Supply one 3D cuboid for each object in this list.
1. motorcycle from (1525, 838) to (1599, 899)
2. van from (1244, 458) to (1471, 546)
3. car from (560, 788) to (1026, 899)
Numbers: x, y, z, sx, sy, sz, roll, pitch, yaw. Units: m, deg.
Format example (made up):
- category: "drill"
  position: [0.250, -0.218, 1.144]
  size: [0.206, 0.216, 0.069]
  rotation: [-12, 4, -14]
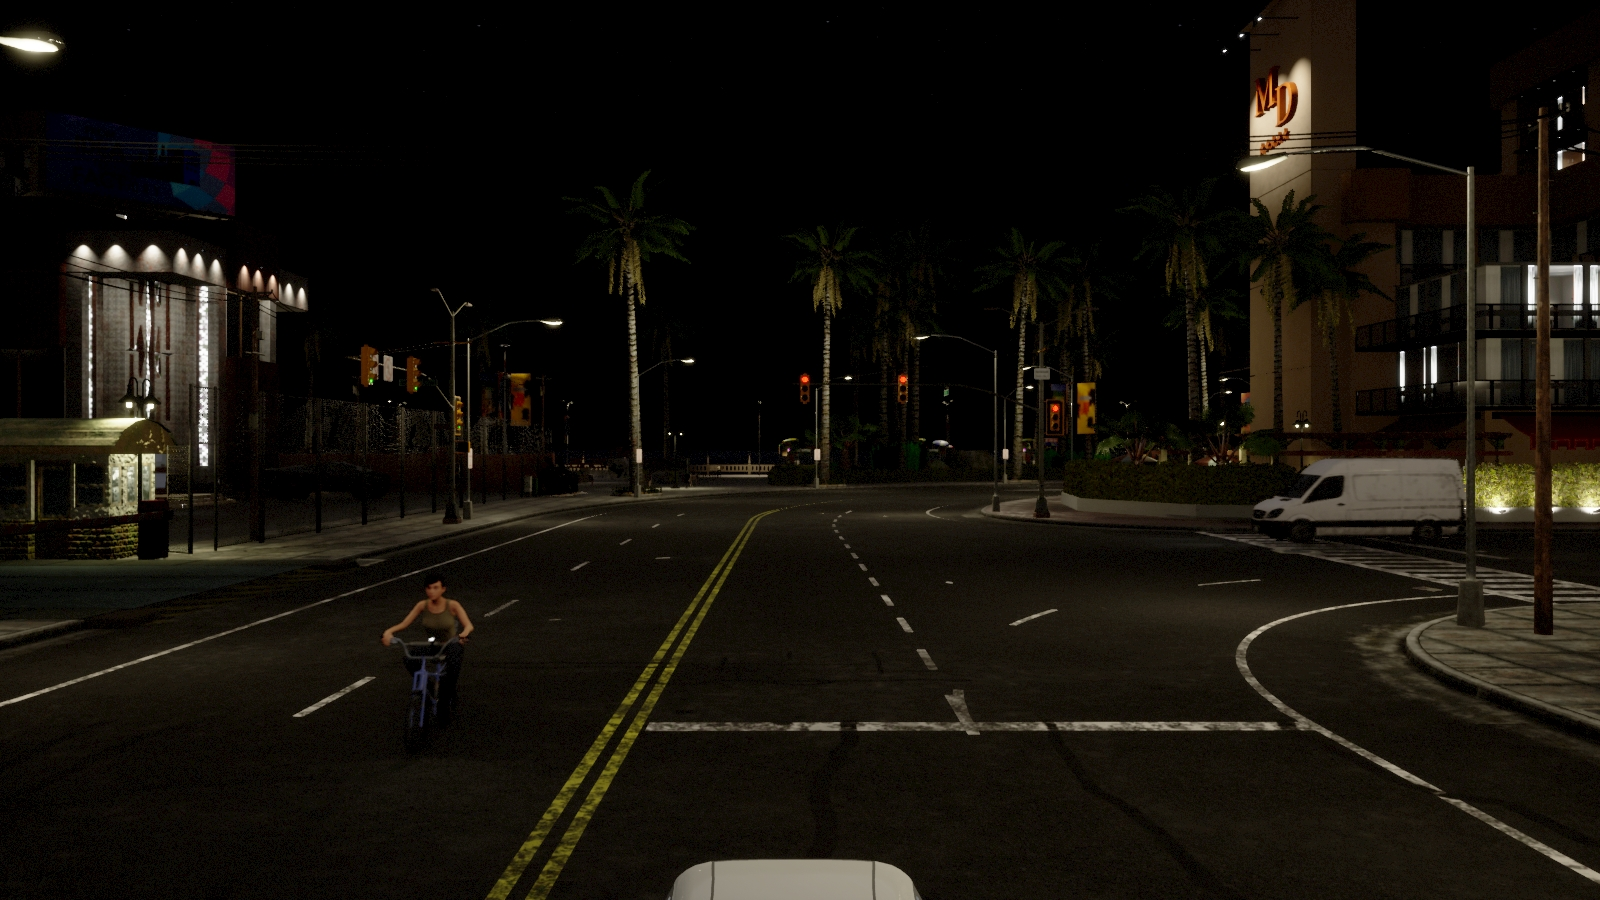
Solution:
- category: "motorcycle"
  position: [3.471, 2.213, 3.817]
  size: [0.803, 1.145, 2.033]
  rotation: [0, 0, 0]
- category: "van"
  position: [16.900, 1.534, 34.888]
  size: [5.915, 2.561, 1.988]
  rotation: [0, 1, 2]
- category: "car"
  position: [-0.022, 2.120, 3.707]
  size: [1.481, 1.376, 2.207]
  rotation: [0, 0, 0]
